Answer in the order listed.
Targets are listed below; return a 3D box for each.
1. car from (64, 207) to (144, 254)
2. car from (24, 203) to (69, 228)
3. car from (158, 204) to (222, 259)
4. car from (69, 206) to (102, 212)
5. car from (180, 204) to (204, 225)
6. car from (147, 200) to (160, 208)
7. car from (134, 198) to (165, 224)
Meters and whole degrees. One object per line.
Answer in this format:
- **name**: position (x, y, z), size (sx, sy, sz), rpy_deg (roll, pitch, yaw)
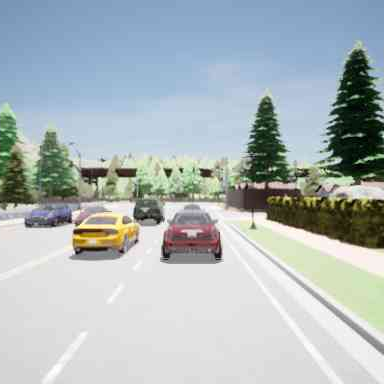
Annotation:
- **car**: position (-3.481, 1.632, 14.225), size (1.882, 1.535, 5.008), rpy_deg (0, 0, 0)
- **car**: position (-10.524, 1.618, 24.744), size (2.097, 1.767, 4.553), rpy_deg (0, 0, 0)
- **car**: position (0.013, 1.497, 13.410), size (2.097, 1.767, 4.553), rpy_deg (0, -1, 0)
- **car**: position (-7.027, 1.787, 24.266), size (1.812, 1.442, 4.674), rpy_deg (0, -1, 0)
- **car**: position (0.008, 1.814, 28.493), size (1.837, 1.490, 4.892), rpy_deg (0, 0, 0)
- **car**: position (-7.064, 2.221, 61.176), size (1.994, 1.385, 4.181), rpy_deg (0, -1, 1)
- **car**: position (-3.501, 1.522, 27.562), size (2.150, 2.045, 5.566), rpy_deg (0, 0, 0)
